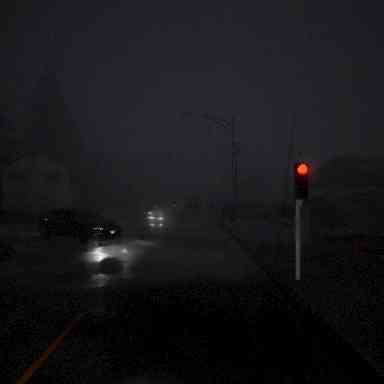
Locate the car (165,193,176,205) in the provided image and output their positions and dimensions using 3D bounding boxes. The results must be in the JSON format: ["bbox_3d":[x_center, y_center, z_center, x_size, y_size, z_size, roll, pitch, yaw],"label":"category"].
[{"bbox_3d":[-4.051,1.221,60.466,2.150,2.045,5.566,0,0,0],"label":"car"}]

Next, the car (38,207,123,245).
[{"bbox_3d":[-5.365,1.507,15.771,4.892,1.490,1.837,-1,-3,36],"label":"car"}]

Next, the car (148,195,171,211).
[{"bbox_3d":[-4.088,1.491,40.013,2.128,1.511,4.902,0,0,0],"label":"car"}]

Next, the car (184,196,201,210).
[{"bbox_3d":[0.118,1.352,42.774,2.097,1.767,4.553,0,0,0],"label":"car"}]

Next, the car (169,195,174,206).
[{"bbox_3d":[-4.076,1.525,50.018,1.812,1.442,4.674,0,0,0],"label":"car"}]
